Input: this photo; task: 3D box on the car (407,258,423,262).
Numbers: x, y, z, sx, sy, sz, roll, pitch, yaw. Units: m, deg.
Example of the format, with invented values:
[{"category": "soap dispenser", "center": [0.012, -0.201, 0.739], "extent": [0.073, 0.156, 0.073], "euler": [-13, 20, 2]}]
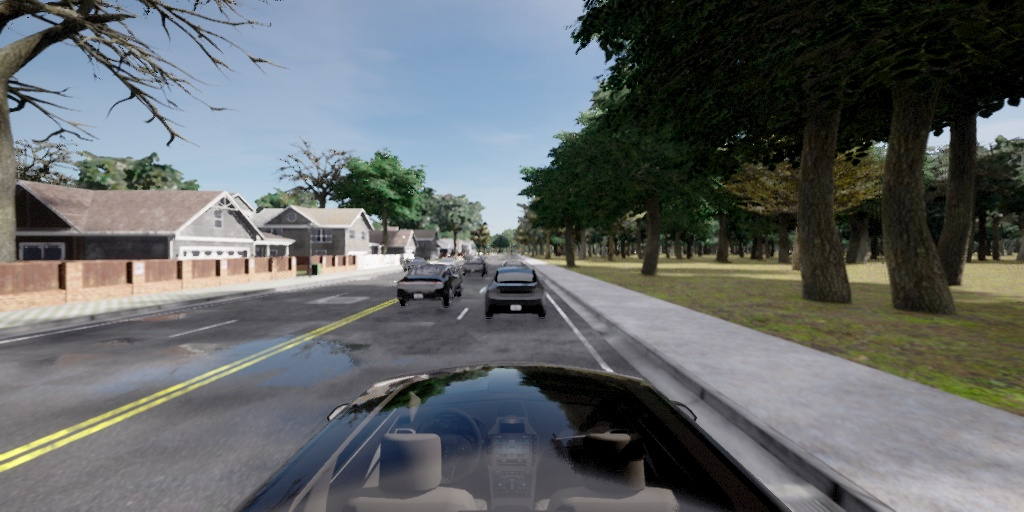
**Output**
[{"category": "car", "center": [-9.762, 0.931, 36.854], "extent": [1.994, 1.385, 4.181], "euler": [0, 1, 0]}]

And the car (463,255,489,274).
[{"category": "car", "center": [-3.088, 0.923, 30.875], "extent": [2.128, 1.511, 4.902], "euler": [0, 1, 0]}]

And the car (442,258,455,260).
[{"category": "car", "center": [-6.514, 0.900, 36.245], "extent": [1.812, 1.442, 4.674], "euler": [0, 1, 0]}]

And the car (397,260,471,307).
[{"category": "car", "center": [-3.129, 1.100, 14.448], "extent": [2.128, 1.511, 4.902], "euler": [0, 1, 0]}]

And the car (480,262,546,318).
[{"category": "car", "center": [0.113, 1.138, 12.318], "extent": [1.837, 1.490, 4.892], "euler": [0, 1, 0]}]
